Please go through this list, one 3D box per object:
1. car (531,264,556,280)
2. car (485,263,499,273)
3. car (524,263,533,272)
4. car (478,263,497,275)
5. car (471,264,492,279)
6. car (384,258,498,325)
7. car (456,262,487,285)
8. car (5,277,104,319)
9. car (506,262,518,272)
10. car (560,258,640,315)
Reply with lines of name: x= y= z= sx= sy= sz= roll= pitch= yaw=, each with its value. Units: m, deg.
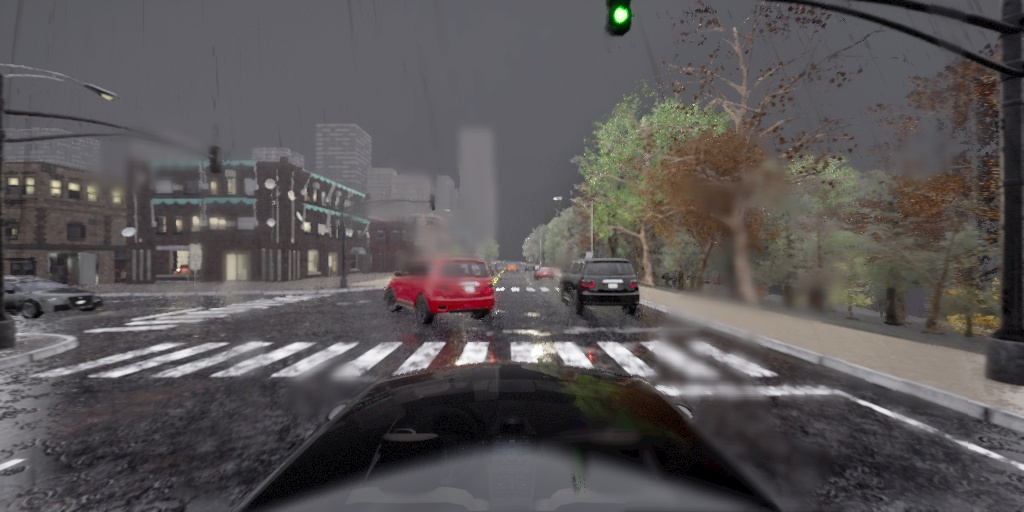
car: x=3.337 y=1.731 z=37.143 sx=1.994 sy=1.385 sz=4.181 roll=0 pitch=-1 yaw=0
car: x=-3.273 y=1.979 z=59.747 sx=2.033 sy=1.411 sz=5.357 roll=0 pitch=-1 yaw=0
car: x=3.236 y=2.000 z=63.489 sx=1.812 sy=1.442 sz=4.674 roll=0 pitch=0 yaw=0
car: x=-3.287 y=1.799 z=49.133 sx=2.128 sy=1.511 sz=4.902 roll=0 pitch=-1 yaw=0
car: x=-3.340 y=1.677 z=39.859 sx=1.882 sy=1.535 sz=5.008 roll=0 pitch=-1 yaw=0
car: x=-2.739 y=1.104 z=12.767 sx=2.150 sy=2.045 sz=5.566 roll=2 pitch=-1 yaw=-34
car: x=-3.354 y=1.444 z=30.701 sx=2.097 sy=1.767 sz=4.553 roll=0 pitch=-1 yaw=0
car: x=-19.175 y=1.678 z=14.299 sx=4.181 sy=1.385 sz=1.994 roll=-1 pitch=0 yaw=0
car: x=-0.025 y=1.809 z=61.993 sx=2.097 sy=1.767 sz=4.553 roll=0 pitch=-1 yaw=0
car: x=3.345 y=1.124 z=14.568 sx=2.150 sy=2.045 sz=5.566 roll=0 pitch=-1 yaw=0
